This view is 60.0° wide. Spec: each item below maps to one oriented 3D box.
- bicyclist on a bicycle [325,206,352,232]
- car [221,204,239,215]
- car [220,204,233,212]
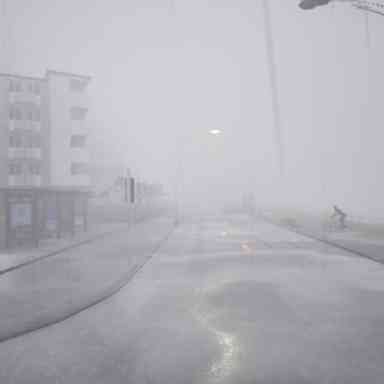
[{"bbox_3d":[8.950,1.664,20.376,1.656,1.620,0.582,-1,-1,2],"label":"bicyclist on a bicycle"},{"bbox_3d":[5.784,2.581,49.189,1.994,1.385,4.181,-1,-1,2],"label":"car"},{"bbox_3d":[6.139,2.836,59.147,1.895,1.301,4.718,-1,-1,2],"label":"car"}]
